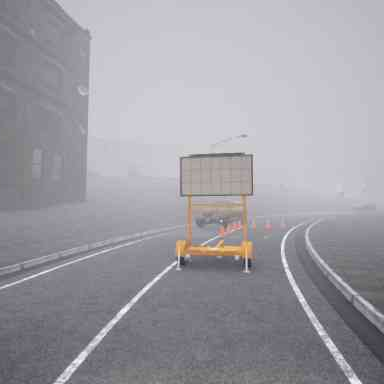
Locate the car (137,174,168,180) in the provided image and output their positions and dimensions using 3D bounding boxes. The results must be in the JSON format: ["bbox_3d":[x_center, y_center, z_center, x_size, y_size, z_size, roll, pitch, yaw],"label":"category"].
[{"bbox_3d":[-7.141,-2.323,56.839,4.892,1.521,2.231,2,-5,-33],"label":"car"}]

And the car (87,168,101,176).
[{"bbox_3d":[-16.336,-2.839,50.929,4.553,1.767,2.185,2,-5,-33],"label":"car"}]

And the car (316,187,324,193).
[{"bbox_3d":[32.404,-0.164,87.333,5.566,2.045,2.435,5,-6,-42],"label":"car"}]

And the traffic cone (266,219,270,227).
[{"bbox_3d":[5.296,2.166,23.161,0.340,0.580,0.340,-2,-1,17],"label":"traffic cone"}]

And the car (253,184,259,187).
[{"bbox_3d":[11.069,-1.500,69.397,4.553,1.767,2.185,3,-6,-36],"label":"car"}]

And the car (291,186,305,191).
[{"bbox_3d":[24.037,-0.560,79.825,4.892,1.521,2.231,4,-6,-40],"label":"car"}]

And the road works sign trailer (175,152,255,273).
[{"bbox_3d":[0.840,0.530,11.043,2.380,3.560,2.880,-1,-1,12],"label":"road works sign trailer"}]

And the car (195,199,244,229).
[{"bbox_3d":[2.134,1.535,24.350,2.150,2.045,5.566,-2,-2,25],"label":"car"}]

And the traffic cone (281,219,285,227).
[{"bbox_3d":[6.250,2.136,22.871,0.340,0.580,0.340,-2,-1,17],"label":"traffic cone"}]

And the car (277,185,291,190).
[{"bbox_3d":[19.891,-0.794,76.339,4.674,1.452,2.002,4,-6,-39],"label":"car"}]

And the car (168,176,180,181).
[{"bbox_3d":[-2.508,-2.113,59.832,4.892,1.521,2.231,3,-5,-33],"label":"car"}]

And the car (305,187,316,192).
[{"bbox_3d":[28.264,-0.376,83.551,4.553,1.767,2.185,4,-6,-41],"label":"car"}]

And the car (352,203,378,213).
[{"bbox_3d":[26.857,2.393,51.772,5.008,1.535,1.882,1,-4,-33],"label":"car"}]

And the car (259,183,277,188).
[{"bbox_3d":[15.595,-1.073,72.885,4.792,1.488,2.163,3,-6,-38],"label":"car"}]
